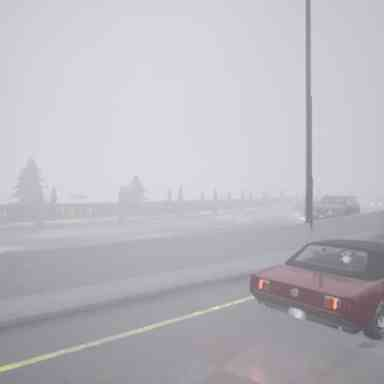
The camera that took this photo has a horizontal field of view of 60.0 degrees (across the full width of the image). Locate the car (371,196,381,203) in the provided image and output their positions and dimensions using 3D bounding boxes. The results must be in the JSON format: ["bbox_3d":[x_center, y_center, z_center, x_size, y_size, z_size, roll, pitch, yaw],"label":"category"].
[{"bbox_3d":[38.952,1.559,69.673,1.895,1.301,4.718,0,0,39],"label":"car"}]

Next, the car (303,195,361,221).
[{"bbox_3d":[10.076,1.233,23.232,2.150,2.045,5.566,0,0,41],"label":"car"}]

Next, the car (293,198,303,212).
[{"bbox_3d":[13.289,1.378,38.117,2.097,1.767,4.553,0,0,39],"label":"car"}]

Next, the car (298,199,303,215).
[{"bbox_3d":[11.750,1.581,30.665,1.994,1.385,4.181,0,0,39],"label":"car"}]

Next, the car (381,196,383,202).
[{"bbox_3d":[37.399,1.453,62.192,1.882,1.535,5.008,0,0,39],"label":"car"}]

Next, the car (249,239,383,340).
[{"bbox_3d":[3.360,1.603,6.598,4.718,1.301,1.895,0,0,-39],"label":"car"}]
